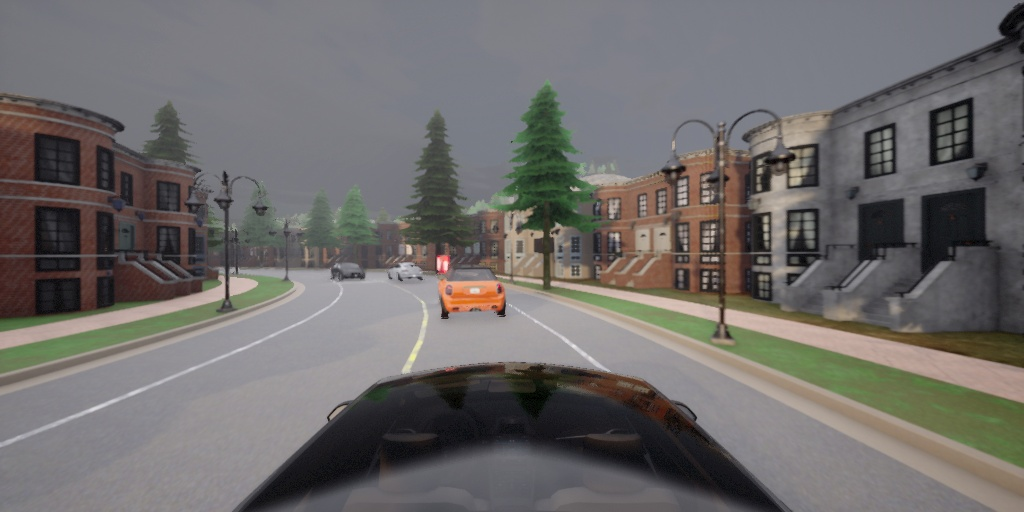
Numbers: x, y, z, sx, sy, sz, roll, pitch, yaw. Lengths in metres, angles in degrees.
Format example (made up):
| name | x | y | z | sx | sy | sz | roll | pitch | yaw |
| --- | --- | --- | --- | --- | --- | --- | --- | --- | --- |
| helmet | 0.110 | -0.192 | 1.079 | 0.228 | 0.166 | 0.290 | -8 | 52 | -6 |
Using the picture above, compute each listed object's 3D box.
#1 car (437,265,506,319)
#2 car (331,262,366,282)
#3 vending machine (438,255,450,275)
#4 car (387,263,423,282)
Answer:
| name | x | y | z | sx | sy | sz | roll | pitch | yaw |
| --- | --- | --- | --- | --- | --- | --- | --- | --- | --- |
| car | -1.619 | 1.095 | 13.142 | 2.097 | 1.767 | 4.553 | 0 | 0 | -13 |
| car | -13.671 | 1.280 | 29.844 | 1.837 | 1.490 | 4.892 | 0 | 0 | -39 |
| vending machine | -6.897 | 0.932 | 36.086 | 1.100 | 2.100 | 0.880 | 0 | 0 | -39 |
| car | -8.740 | 1.279 | 29.303 | 1.812 | 1.442 | 4.674 | 0 | 0 | -33 |
